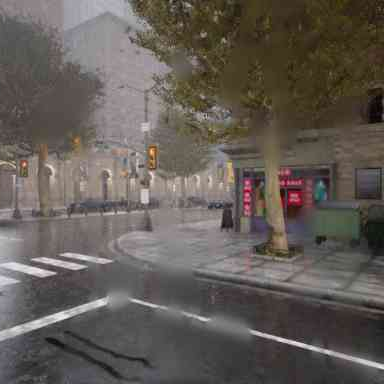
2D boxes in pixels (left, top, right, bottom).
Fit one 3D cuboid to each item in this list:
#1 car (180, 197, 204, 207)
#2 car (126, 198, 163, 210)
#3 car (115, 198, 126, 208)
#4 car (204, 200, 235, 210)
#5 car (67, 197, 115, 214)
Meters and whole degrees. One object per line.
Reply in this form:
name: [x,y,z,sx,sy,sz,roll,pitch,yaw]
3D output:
car: [0.140,1.505,50.800,1.837,1.490,4.892,0,0,36]
car: [-5.680,1.505,42.760,1.837,1.490,4.892,0,0,36]
car: [-10.164,1.595,47.912,1.895,1.301,4.718,0,0,36]
car: [3.949,1.601,42.087,1.895,1.301,4.718,0,0,36]
car: [-10.970,1.352,35.442,2.097,1.767,4.553,0,0,36]
